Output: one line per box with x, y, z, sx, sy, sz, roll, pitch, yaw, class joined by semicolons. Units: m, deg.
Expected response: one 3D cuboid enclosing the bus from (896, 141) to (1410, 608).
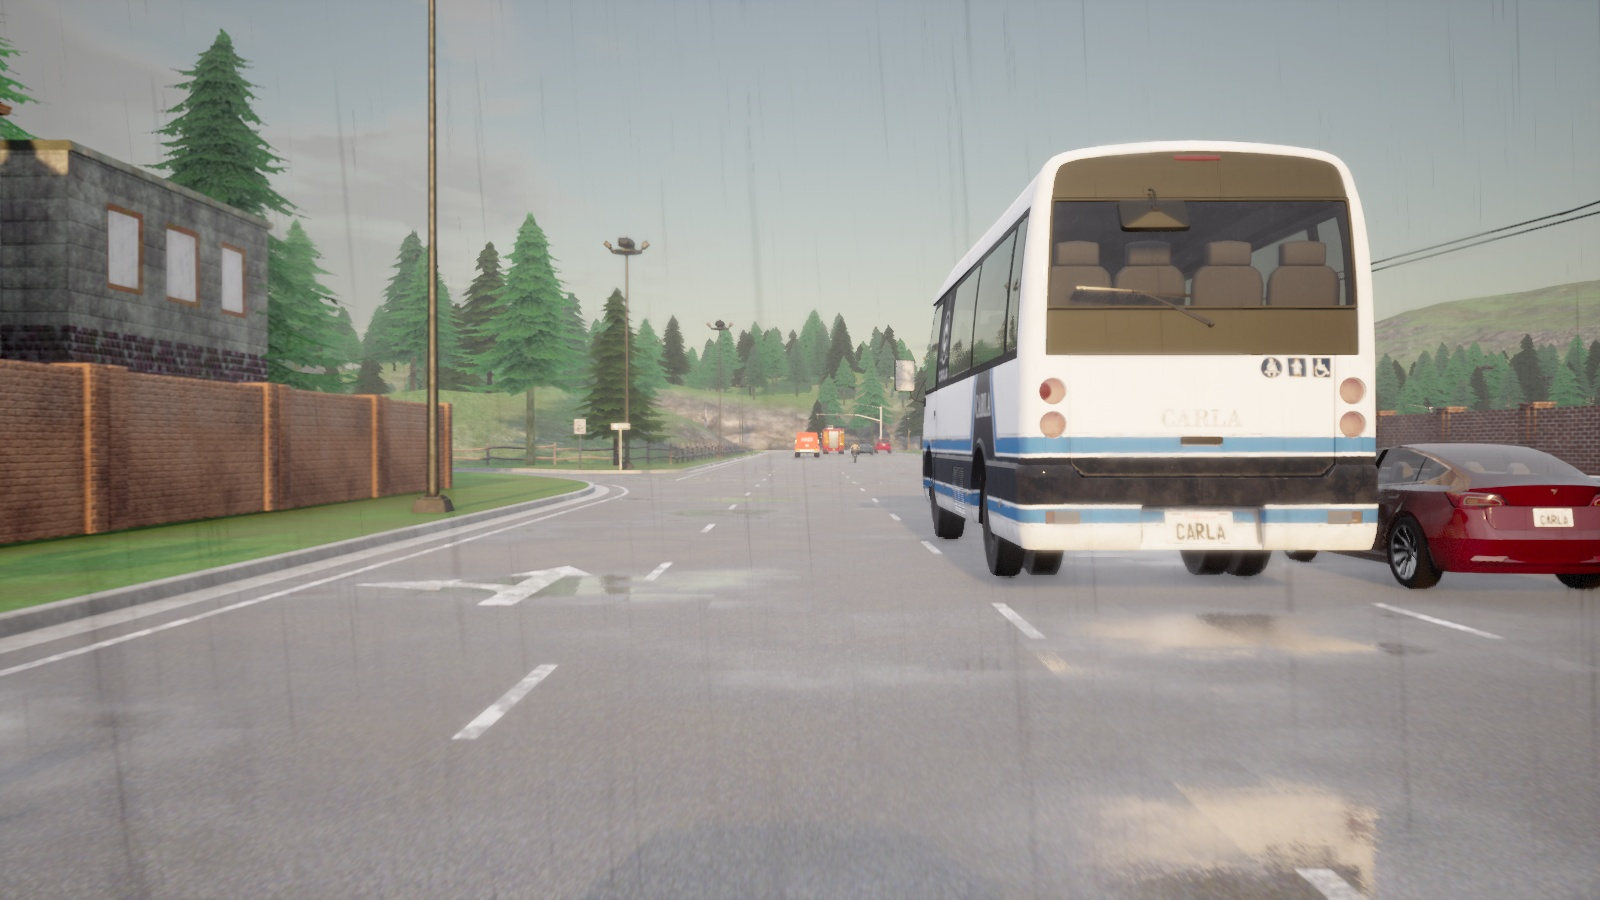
3.610;-0.721;16.587;3.944;4.253;10.273;0;0;0;bus

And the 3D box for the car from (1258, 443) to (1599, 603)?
7.095;0.672;14.122;2.163;1.488;4.792;0;0;0;car
